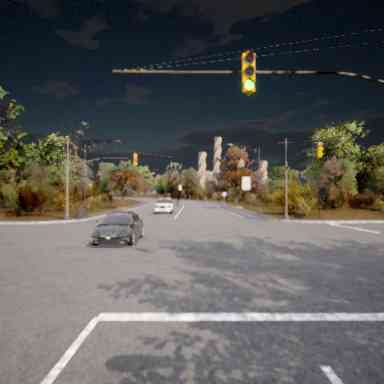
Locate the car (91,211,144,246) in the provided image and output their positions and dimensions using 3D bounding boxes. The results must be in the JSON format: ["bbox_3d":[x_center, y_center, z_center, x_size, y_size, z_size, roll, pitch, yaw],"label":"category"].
[{"bbox_3d":[-3.496,1.719,16.354,1.837,1.490,4.892,0,-1,0],"label":"car"}]

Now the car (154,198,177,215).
[{"bbox_3d":[-3.493,1.765,42.076,2.150,2.045,5.566,0,0,0],"label":"car"}]

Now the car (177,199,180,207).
[{"bbox_3d":[-3.494,2.173,67.509,1.812,1.442,4.674,0,0,0],"label":"car"}]
